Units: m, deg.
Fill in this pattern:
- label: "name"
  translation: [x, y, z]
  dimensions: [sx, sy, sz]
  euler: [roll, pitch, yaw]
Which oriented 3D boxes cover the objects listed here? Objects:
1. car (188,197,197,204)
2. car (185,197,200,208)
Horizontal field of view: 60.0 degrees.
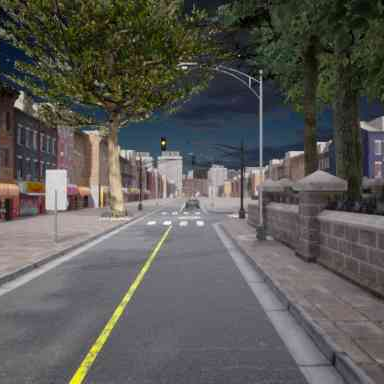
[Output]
- label: "car"
  translation: [0.091, 1.672, 66.956]
  dimensions: [1.895, 1.301, 4.718]
  euler: [0, 0, 0]
- label: "car"
  translation: [0.090, 1.518, 47.799]
  dimensions: [2.128, 1.511, 4.902]
  euler: [0, 0, 0]
